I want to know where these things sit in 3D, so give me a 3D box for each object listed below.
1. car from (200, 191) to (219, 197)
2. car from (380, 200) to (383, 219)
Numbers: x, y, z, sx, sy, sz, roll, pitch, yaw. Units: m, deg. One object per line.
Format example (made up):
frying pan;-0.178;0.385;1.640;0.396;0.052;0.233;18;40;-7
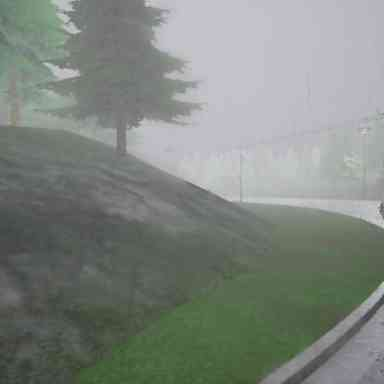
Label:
car;4.866;0.431;94.404;2.097;1.767;4.553;-1;1;-22
car;13.882;0.857;21.218;2.150;2.045;5.566;-1;1;13
